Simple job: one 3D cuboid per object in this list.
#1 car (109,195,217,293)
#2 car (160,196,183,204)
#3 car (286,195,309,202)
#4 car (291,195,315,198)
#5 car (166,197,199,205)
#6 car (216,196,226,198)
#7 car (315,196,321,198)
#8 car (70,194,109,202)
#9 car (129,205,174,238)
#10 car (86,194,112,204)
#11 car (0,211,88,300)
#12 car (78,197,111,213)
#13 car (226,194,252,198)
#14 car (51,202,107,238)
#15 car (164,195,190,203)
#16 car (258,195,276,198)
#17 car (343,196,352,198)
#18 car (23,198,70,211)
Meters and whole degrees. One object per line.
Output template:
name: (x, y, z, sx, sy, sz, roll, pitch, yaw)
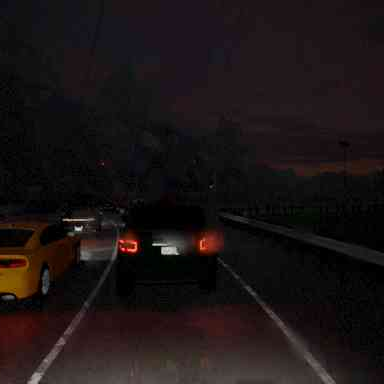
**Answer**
car: (-0.759, 1.221, 9.071, 2.150, 2.045, 5.566, 0, 0, -7)
car: (-4.005, 1.564, 65.181, 4.181, 1.385, 1.994, 0, 0, -20)
car: (25.454, 1.540, 80.101, 5.357, 1.411, 2.033, 0, 0, -27)
car: (21.559, 1.478, 67.014, 5.008, 1.535, 1.882, 0, 0, -20)
car: (-1.684, 1.547, 58.593, 5.357, 1.411, 2.033, 0, 0, -20)
car: (5.875, 1.547, 68.725, 5.357, 1.411, 2.033, 0, 0, -20)
car: (28.549, 1.595, 77.800, 4.718, 1.301, 1.895, 0, 0, -27)
car: (-13.070, 1.226, 43.026, 5.566, 2.045, 2.150, 0, 0, -20)
car: (-2.512, 1.547, 19.111, 2.033, 1.411, 5.357, 0, 0, -13)
car: (-17.832, 1.353, 63.853, 4.553, 1.767, 2.097, 0, 0, -20)
car: (-4.167, 1.478, 8.343, 1.882, 1.535, 5.008, 0, 0, -6)
car: (-8.649, 1.509, 33.465, 4.892, 1.490, 1.837, 0, 0, -20)
car: (9.228, 1.564, 62.574, 4.181, 1.385, 1.994, 0, 0, -20)
car: (-5.773, 1.492, 17.586, 2.128, 1.511, 4.902, 0, 0, -14)
car: (-3.177, 1.478, 69.127, 5.008, 1.535, 1.882, -1, 0, -20)
car: (16.273, 1.355, 72.525, 4.553, 1.767, 2.097, 0, 0, -20)
car: (34.153, 1.553, 72.922, 4.181, 1.385, 1.994, 0, 0, -30)
car: (-15.284, 1.571, 34.761, 4.181, 1.385, 1.994, 0, 0, -20)
